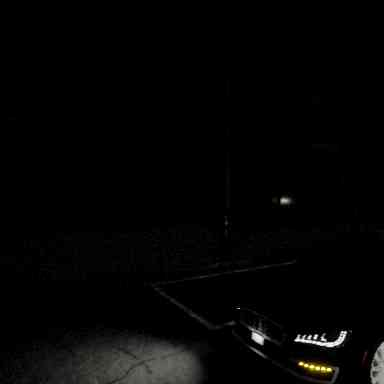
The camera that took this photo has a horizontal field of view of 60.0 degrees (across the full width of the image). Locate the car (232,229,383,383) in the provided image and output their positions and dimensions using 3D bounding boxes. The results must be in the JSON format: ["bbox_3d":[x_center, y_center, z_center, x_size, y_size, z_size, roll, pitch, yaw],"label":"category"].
[{"bbox_3d":[2.859,1.385,4.967,4.892,1.490,1.837,-1,2,-30],"label":"car"}]
